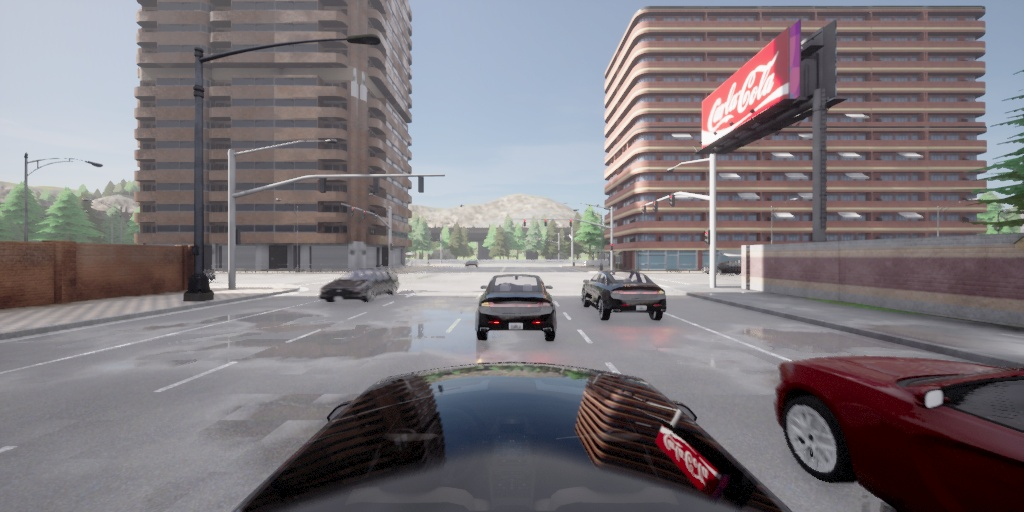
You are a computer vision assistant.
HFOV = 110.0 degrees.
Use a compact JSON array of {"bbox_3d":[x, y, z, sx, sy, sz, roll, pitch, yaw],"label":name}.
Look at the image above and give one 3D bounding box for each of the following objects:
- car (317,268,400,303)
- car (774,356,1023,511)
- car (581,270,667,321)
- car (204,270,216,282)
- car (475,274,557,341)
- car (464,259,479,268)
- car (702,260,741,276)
[{"bbox_3d":[-6.877,1.296,16.880,2.033,1.411,5.357,0,0,0],"label":"car"},{"bbox_3d":[3.598,1.228,1.617,1.882,1.535,5.008,0,0,0],"label":"car"},{"bbox_3d":[3.657,1.242,12.459,2.128,1.511,4.902,0,0,1],"label":"car"},{"bbox_3d":[-24.567,1.276,26.428,4.674,1.442,1.812,0,0,0],"label":"car"},{"bbox_3d":[0.121,1.242,9.854,2.128,1.511,4.902,0,0,1],"label":"car"},{"bbox_3d":[-6.533,1.191,58.550,1.994,1.385,4.181,0,0,0],"label":"car"},{"bbox_3d":[22.335,1.227,36.972,5.008,1.535,1.882,0,0,0],"label":"car"}]
